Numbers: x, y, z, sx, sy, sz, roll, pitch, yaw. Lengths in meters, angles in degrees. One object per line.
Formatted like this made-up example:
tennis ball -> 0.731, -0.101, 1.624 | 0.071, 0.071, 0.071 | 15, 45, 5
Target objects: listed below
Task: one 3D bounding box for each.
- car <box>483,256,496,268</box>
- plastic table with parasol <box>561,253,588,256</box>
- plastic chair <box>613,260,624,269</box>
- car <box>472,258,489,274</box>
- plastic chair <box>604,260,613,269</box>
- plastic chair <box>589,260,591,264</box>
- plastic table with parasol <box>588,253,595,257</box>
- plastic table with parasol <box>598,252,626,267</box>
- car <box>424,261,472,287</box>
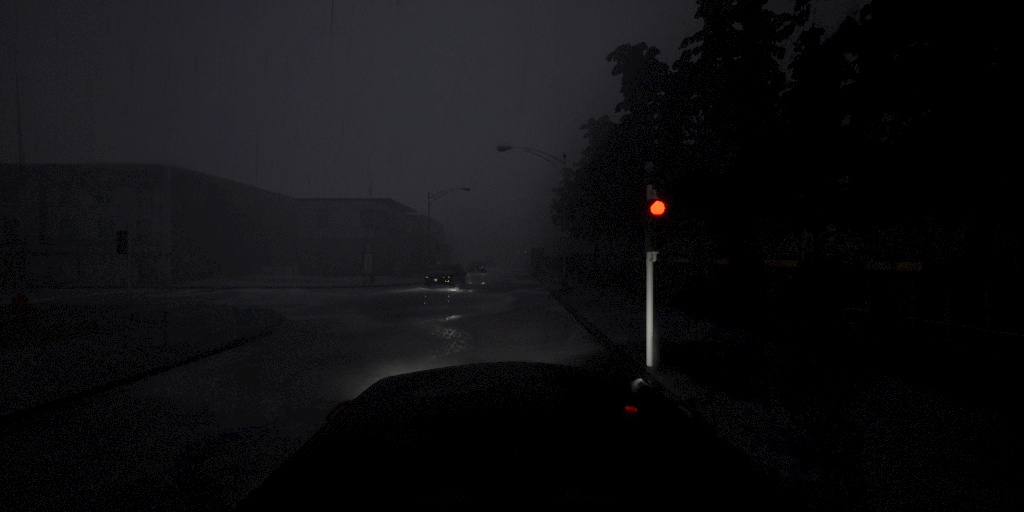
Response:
car -> -4.003, 0.973, 61.609 | 2.150, 2.045, 5.566 | 0, 0, 1
plastic table with parasol -> 10.021, 0.684, 57.859 | 2.482, 2.480, 2.482 | 0, 0, -40
plastic chair -> 16.070, 1.296, 54.116 | 0.750, 1.272, 0.730 | 0, 0, -40
car -> -4.059, 1.256, 42.089 | 1.837, 1.490, 4.892 | 0, 0, 0
plastic chair -> 14.364, 1.306, 54.214 | 0.730, 1.272, 0.750 | 0, 0, -35
plastic chair -> 13.770, 1.304, 62.443 | 0.730, 1.272, 0.750 | 0, 0, -35
plastic table with parasol -> 14.722, 0.672, 63.330 | 2.482, 2.480, 2.482 | 0, 0, -42
plastic table with parasol -> 15.338, 0.694, 55.115 | 2.482, 2.480, 2.482 | 0, 0, -40
car -> -4.417, 1.255, 24.601 | 1.837, 1.490, 4.892 | 1, 0, 7
